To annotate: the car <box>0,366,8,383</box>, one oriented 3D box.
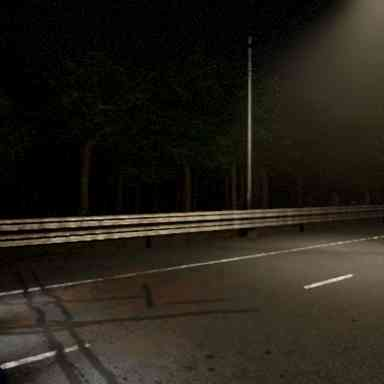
[{"bbox_3d":[-3.373,1.516,1.346,4.674,1.442,1.812,0,0,-35],"label":"car"}]
